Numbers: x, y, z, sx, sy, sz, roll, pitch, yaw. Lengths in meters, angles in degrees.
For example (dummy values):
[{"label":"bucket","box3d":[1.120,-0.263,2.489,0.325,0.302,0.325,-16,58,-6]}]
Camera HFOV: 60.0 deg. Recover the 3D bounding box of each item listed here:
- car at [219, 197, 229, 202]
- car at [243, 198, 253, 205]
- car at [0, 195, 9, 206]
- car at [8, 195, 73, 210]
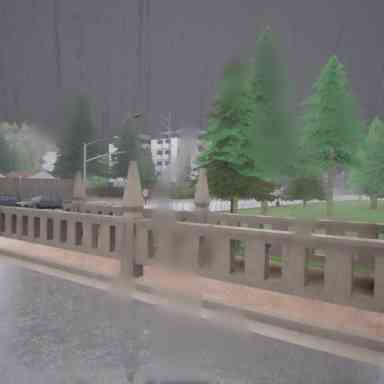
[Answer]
[{"label":"car","box3d":[6.254,1.179,51.747,1.895,1.301,4.718,1,1,38]},{"label":"car","box3d":[9.150,1.135,49.770,2.128,1.511,4.902,1,1,38]},{"label":"car","box3d":[-17.842,0.973,31.726,2.033,1.411,5.357,1,1,37]},{"label":"car","box3d":[-13.787,1.041,31.267,2.033,1.411,5.357,1,1,38]}]
